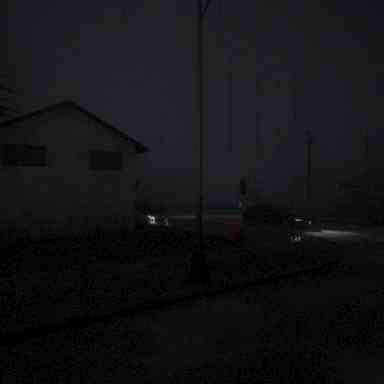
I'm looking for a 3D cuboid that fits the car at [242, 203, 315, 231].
[{"bbox_3d":[5.305,1.509,20.931,1.837,1.490,4.892,0,0,-36],"label":"car"}]

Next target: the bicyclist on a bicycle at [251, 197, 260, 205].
[{"bbox_3d":[6.488,1.355,33.701,1.656,1.620,0.582,0,0,-36],"label":"bicyclist on a bicycle"}]

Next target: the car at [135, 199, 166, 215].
[{"bbox_3d":[-4.505,1.482,34.629,1.882,1.535,5.008,0,0,-36],"label":"car"}]
